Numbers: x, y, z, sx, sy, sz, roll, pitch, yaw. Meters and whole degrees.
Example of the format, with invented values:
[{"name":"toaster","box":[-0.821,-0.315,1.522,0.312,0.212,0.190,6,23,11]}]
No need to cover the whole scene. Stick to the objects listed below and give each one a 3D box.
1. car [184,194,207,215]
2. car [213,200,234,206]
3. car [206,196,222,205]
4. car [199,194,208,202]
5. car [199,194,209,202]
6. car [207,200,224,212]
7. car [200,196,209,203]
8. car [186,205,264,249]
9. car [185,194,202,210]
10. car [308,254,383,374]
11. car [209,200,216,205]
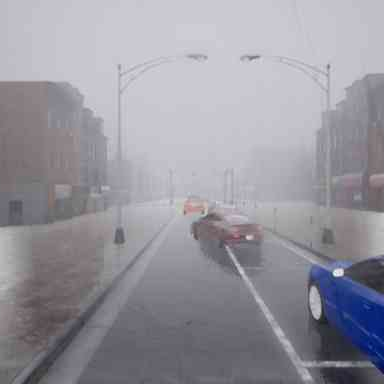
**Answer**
[{"name":"car","box":[0.208,1.381,34.776,2.097,1.767,4.553,0,0,0]},{"name":"car","box":[2.716,1.536,23.637,1.752,1.417,4.829,0,0,0]},{"name":"car","box":[2.753,1.468,34.401,1.967,1.590,4.097,0,0,0]},{"name":"car","box":[2.936,1.575,88.015,2.192,1.841,5.009,-1,0,0]},{"name":"car","box":[2.917,1.543,82.613,2.192,1.841,5.009,-1,0,0]},{"name":"car","box":[2.772,1.623,39.867,1.802,1.307,4.206,0,0,0]},{"name":"car","box":[2.900,1.637,77.210,1.967,1.590,4.097,-1,0,0]},{"name":"car","box":[1.416,1.527,14.580,1.812,1.442,4.674,0,0,-19]},{"name":"car","box":[0.190,1.276,44.913,2.150,2.045,5.566,0,0,1]},{"name":"car","box":[3.028,1.476,4.101,1.882,1.535,5.008,0,0,0]},{"name":"car","box":[2.734,1.600,28.934,1.802,1.307,4.206,0,0,0]}]
